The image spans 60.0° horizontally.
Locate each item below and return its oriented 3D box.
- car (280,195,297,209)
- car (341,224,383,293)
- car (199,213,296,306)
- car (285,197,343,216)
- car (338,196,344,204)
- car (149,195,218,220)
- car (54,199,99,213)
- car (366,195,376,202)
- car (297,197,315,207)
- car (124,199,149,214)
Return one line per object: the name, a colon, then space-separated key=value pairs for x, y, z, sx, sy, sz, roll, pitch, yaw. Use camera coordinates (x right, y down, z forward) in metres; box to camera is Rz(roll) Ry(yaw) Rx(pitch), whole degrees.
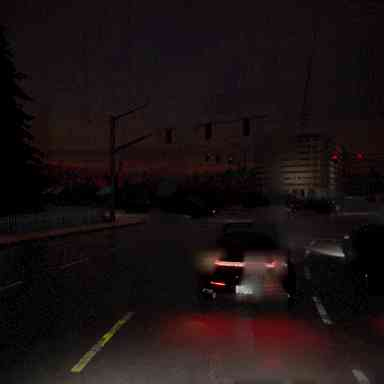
car: x=13.404 y=1.505 z=45.191 sx=1.837 sy=1.490 sz=4.892 roll=0 pitch=0 yaw=32
car: x=5.178 y=1.547 z=8.537 sx=2.033 sy=1.411 sz=5.357 roll=0 pitch=0 yaw=16
car: x=1.426 y=1.492 z=8.164 sx=2.128 sy=1.511 sz=4.902 roll=0 pitch=0 yaw=12
car: x=12.120 y=1.535 z=33.089 sx=4.902 sy=1.511 sz=2.128 roll=0 pitch=0 yaw=-26
car: x=24.626 y=1.492 z=56.709 sx=2.128 sy=1.511 sz=4.902 roll=0 pitch=0 yaw=32
car: x=-0.567 y=1.270 z=28.571 sx=5.566 sy=2.045 sz=2.150 roll=-1 pitch=0 yaw=32
car: x=-12.050 y=1.547 z=35.733 sx=4.902 sy=1.511 sz=2.128 roll=0 pitch=0 yaw=32
car: x=42.651 y=1.525 z=79.273 sx=2.128 sy=1.511 sz=4.902 roll=0 pitch=0 yaw=32
car: x=18.156 y=1.526 z=52.891 sx=1.812 sy=1.442 sz=4.674 roll=0 pitch=0 yaw=32
car: x=-5.035 y=1.533 z=35.499 sx=5.008 sy=1.535 sz=1.882 roll=0 pitch=0 yaw=32
